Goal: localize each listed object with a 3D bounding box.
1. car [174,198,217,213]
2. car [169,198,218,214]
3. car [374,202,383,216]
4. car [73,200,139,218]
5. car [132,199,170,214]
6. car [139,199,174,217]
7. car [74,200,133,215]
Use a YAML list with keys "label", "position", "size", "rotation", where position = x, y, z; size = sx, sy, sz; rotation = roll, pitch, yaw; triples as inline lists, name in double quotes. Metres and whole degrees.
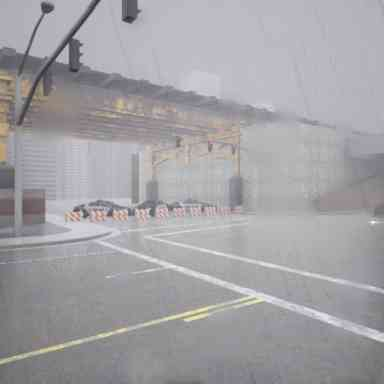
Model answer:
- label: "car"
  position: [0.056, 1.295, 35.241]
  size: [4.536, 1.218, 1.853]
  rotation: [0, 0, -7]
- label: "car"
  position: [0.108, 1.453, 35.247]
  size: [4.974, 1.542, 2.038]
  rotation: [0, 0, -7]
- label: "car"
  position: [19.020, 1.478, 31.348]
  size: [5.008, 1.535, 1.882]
  rotation: [0, 0, -37]
- label: "car"
  position: [-7.544, 1.453, 28.798]
  size: [4.974, 1.542, 2.038]
  rotation: [0, 0, 8]
- label: "car"
  position: [-3.784, 1.295, 31.535]
  size: [1.853, 1.218, 4.536]
  rotation: [0, 0, 18]
- label: "car"
  position: [-3.800, 1.453, 31.485]
  size: [2.038, 1.542, 4.974]
  rotation: [0, 0, 18]
- label: "car"
  position: [-7.595, 1.295, 28.805]
  size: [4.536, 1.218, 1.853]
  rotation: [0, 0, 8]
